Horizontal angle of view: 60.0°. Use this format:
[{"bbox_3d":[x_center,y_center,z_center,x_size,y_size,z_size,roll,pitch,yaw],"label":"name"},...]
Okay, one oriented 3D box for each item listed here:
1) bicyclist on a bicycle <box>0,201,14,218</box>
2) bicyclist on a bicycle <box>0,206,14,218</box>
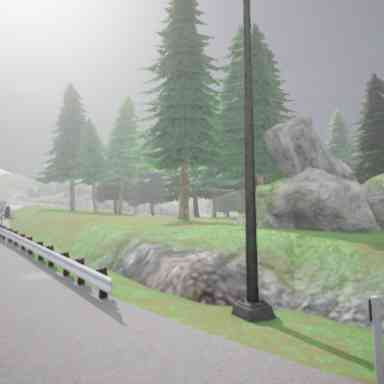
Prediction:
[{"bbox_3d":[-18.338,1.731,32.447,1.656,1.620,0.582,0,-3,-8],"label":"bicyclist on a bicycle"},{"bbox_3d":[-17.848,1.724,31.584,1.656,1.620,0.582,1,-1,-36],"label":"bicyclist on a bicycle"}]
